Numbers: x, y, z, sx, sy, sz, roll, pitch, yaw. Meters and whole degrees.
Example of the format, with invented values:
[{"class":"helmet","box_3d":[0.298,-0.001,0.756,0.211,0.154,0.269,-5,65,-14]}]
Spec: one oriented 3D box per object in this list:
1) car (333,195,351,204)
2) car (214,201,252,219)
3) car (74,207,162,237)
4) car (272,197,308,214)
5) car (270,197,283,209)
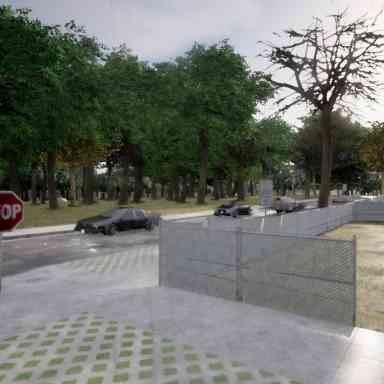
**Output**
[{"class":"car","box_3d":[23.231,1.127,51.519,1.994,1.385,4.181,2,2,36]},{"class":"car","box_3d":[3.652,1.508,29.305,1.994,1.385,4.181,2,2,36]},{"class":"car","box_3d":[-3.898,1.576,18.797,2.033,1.411,5.357,2,1,36]},{"class":"car","box_3d":[9.985,1.522,33.075,1.895,1.301,4.718,2,2,36]},{"class":"car","box_3d":[10.748,1.289,39.125,1.812,1.442,4.674,2,2,36]}]
